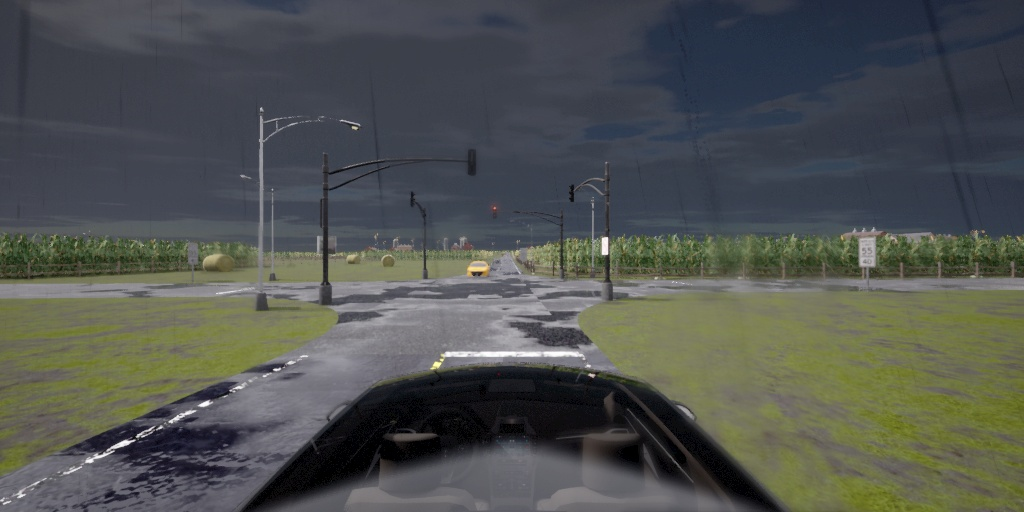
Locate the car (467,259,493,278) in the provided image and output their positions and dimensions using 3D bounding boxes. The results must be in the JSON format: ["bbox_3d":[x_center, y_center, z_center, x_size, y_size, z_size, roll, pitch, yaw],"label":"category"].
[{"bbox_3d":[-3.054,1.258,33.225,1.882,1.535,5.008,0,0,-1],"label":"car"}]
